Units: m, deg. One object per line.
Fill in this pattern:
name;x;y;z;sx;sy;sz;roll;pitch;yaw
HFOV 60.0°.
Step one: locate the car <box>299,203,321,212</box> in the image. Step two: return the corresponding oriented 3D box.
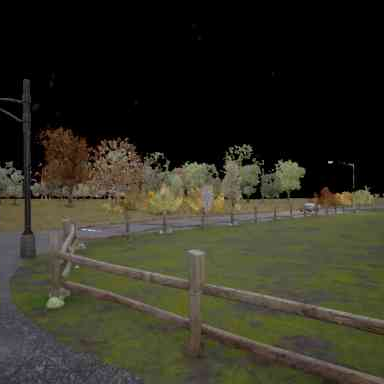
car;18.875;2.448;52.974;2.033;1.411;5.357;-1;-2;40
